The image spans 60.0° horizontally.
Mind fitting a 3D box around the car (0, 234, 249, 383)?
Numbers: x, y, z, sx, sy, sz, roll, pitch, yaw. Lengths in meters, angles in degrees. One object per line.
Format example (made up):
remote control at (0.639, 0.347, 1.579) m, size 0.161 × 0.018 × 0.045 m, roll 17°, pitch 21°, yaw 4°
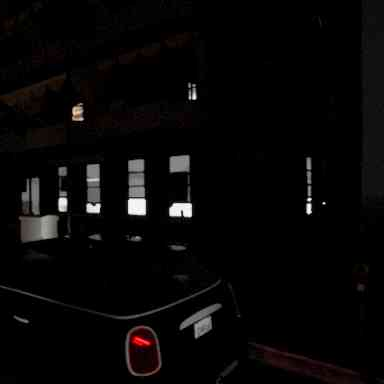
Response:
car at (-1.620, 1.372, 4.546) m, size 4.553 × 1.767 × 2.097 m, roll 0°, pitch 0°, yaw 35°
